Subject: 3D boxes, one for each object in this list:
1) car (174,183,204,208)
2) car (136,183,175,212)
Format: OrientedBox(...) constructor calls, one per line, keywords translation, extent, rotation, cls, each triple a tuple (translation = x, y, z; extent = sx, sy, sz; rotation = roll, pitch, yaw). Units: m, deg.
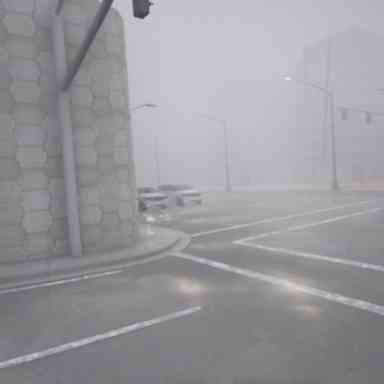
OrientedBox(translation=(-1.292, 0.209, 29.963), extent=(2.150, 2.045, 5.566), rotation=(-6, 3, -35), cls="car")
OrientedBox(translation=(-4.102, 0.490, 27.893), extent=(2.150, 2.045, 5.566), rotation=(-6, 3, -35), cls="car")
